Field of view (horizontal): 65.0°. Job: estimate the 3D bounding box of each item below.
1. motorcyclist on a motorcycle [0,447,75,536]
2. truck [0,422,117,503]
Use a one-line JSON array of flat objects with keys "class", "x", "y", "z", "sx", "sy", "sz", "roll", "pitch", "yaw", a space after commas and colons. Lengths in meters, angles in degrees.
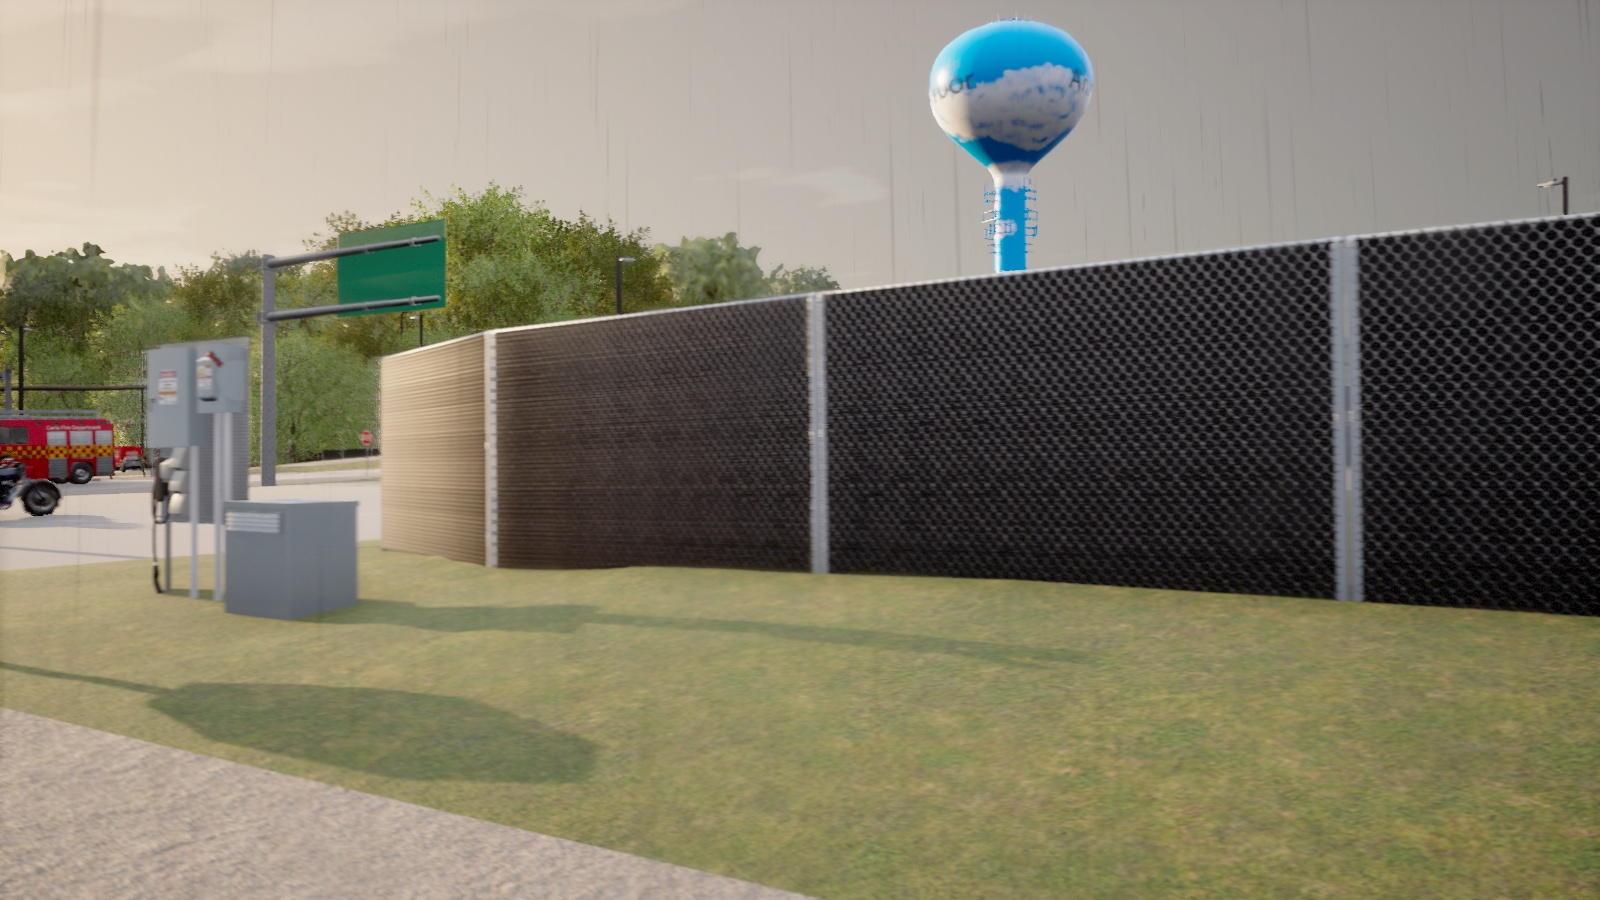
[{"class": "motorcyclist on a motorcycle", "x": -15.197, "y": 0.794, "z": 23.831, "sx": 0.766, "sy": 1.649, "sz": 2.350, "roll": -1, "pitch": 1, "yaw": 34}, {"class": "truck", "x": -39.348, "y": 0.654, "z": 62.902, "sx": 2.891, "sy": 3.827, "sz": 8.468, "roll": -1, "pitch": 1, "yaw": 33}]
